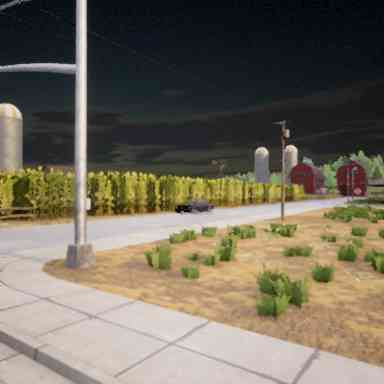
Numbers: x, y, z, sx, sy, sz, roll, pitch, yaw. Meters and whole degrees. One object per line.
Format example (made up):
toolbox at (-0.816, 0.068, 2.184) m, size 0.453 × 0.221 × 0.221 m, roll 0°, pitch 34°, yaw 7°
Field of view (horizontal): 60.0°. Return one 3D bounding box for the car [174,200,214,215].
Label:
car at (0.294, 1.487, 32.440) m, size 1.895 × 1.301 × 4.718 m, roll 1°, pitch 0°, yaw 33°
